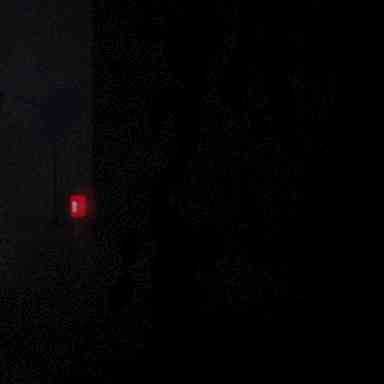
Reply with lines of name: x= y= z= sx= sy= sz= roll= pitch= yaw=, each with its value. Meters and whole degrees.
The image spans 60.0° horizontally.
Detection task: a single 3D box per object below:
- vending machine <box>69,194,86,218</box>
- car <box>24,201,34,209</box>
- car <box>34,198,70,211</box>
vending machine: x=-10.132 y=1.226 z=29.484 sx=1.100 sy=2.100 sz=0.880 roll=0 pitch=0 yaw=14
car: x=-19.953 y=1.555 z=44.483 sx=1.837 sy=1.490 sz=4.892 roll=0 pitch=0 yaw=32
car: x=-17.096 y=1.551 z=42.472 sx=1.837 sy=1.490 sz=4.892 roll=0 pitch=0 yaw=32
